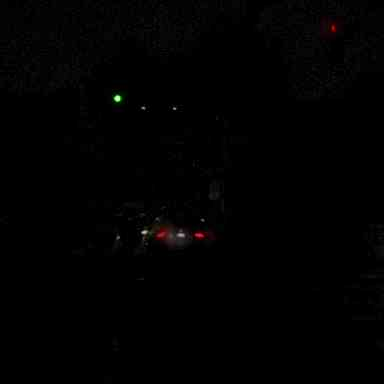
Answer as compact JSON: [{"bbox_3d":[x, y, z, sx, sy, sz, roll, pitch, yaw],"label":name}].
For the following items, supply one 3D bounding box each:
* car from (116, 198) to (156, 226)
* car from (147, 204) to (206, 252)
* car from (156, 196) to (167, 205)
[{"bbox_3d":[-3.736,1.310,22.162,1.882,1.535,5.008,1,0,-2],"label":"car"},{"bbox_3d":[-0.461,1.455,13.442,2.033,1.411,5.357,1,1,-2],"label":"car"},{"bbox_3d":[-4.689,1.353,49.070,2.033,1.411,5.357,1,0,-2],"label":"car"}]
